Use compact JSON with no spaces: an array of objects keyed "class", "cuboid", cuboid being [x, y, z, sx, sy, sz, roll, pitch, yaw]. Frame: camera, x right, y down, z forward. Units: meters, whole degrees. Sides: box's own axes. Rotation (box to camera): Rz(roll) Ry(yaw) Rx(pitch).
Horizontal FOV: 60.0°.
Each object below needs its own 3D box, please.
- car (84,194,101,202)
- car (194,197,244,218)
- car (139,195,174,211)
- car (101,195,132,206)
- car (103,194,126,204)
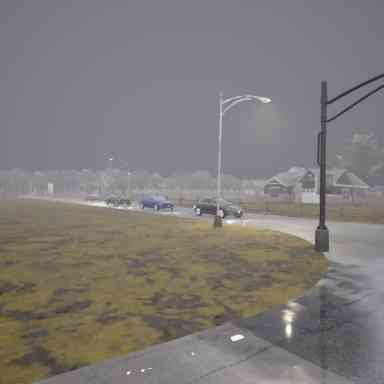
[{"class":"car","cuboid":[-18.194,1.007,61.142,2.033,1.411,5.357,2,-1,-35]},{"class":"car","cuboid":[2.056,1.226,26.470,1.837,1.490,4.892,2,0,-35]},{"class":"car","cuboid":[-3.739,1.083,34.617,1.882,1.535,5.008,2,0,-36]},{"class":"car","cuboid":[-9.529,1.108,42.770,1.895,1.301,4.718,2,-1,-35]},{"class":"car","cuboid":[-12.396,1.087,52.991,1.994,1.385,4.181,2,-1,-35]}]
